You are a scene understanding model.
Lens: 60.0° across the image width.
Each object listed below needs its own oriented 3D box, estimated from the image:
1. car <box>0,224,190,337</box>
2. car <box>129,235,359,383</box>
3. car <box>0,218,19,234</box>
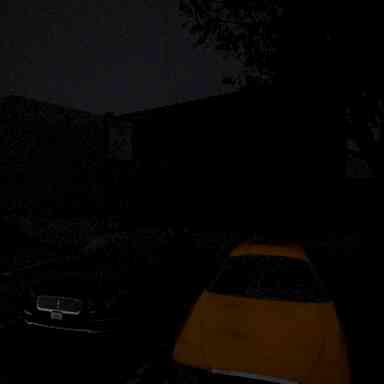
[{"bbox_3d":[-1.228,1.487,6.974,2.231,1.521,4.892,1,-1,16],"label":"car"},{"bbox_3d":[1.160,1.480,5.045,1.946,1.575,5.366,1,-1,16],"label":"car"},{"bbox_3d":[-8.550,1.528,12.209,2.002,1.452,4.674,1,-1,16],"label":"car"}]
